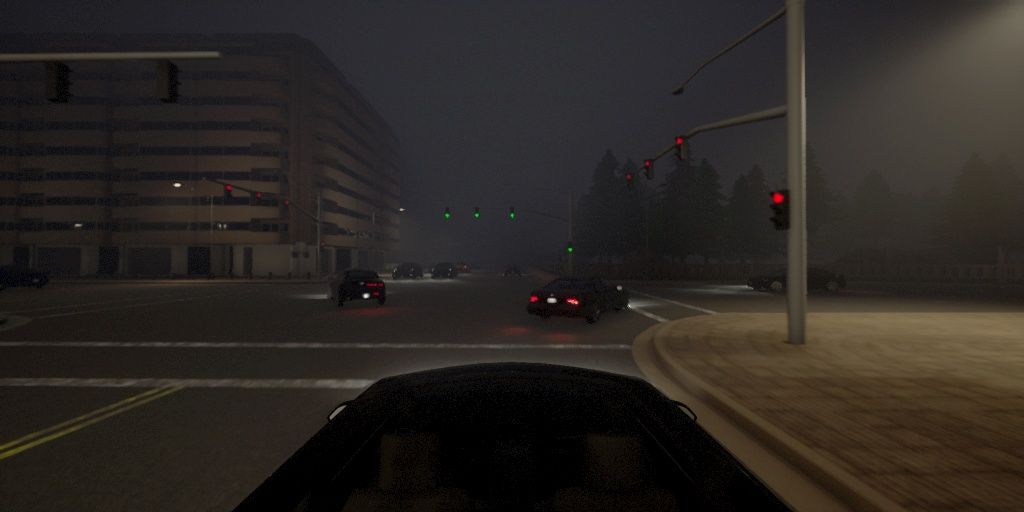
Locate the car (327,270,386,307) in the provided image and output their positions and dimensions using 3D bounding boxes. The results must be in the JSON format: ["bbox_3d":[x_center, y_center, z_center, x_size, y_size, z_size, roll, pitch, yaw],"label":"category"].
[{"bbox_3d":[-7.122,1.352,16.337,1.837,1.490,4.892,2,-2,-32],"label":"car"}]

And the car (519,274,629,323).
[{"bbox_3d":[2.495,1.353,12.406,2.033,1.411,5.357,-1,-1,32],"label":"car"}]

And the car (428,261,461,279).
[{"bbox_3d":[-7.096,1.438,37.938,2.097,1.767,4.553,0,-1,0],"label":"car"}]

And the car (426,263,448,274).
[{"bbox_3d":[-10.582,1.698,50.896,2.128,1.511,4.902,0,-1,0],"label":"car"}]

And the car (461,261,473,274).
[{"bbox_3d":[-7.086,1.547,49.806,2.097,1.767,4.553,0,0,0],"label":"car"}]

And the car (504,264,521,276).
[{"bbox_3d":[0.094,1.657,42.955,1.812,1.442,4.674,0,-1,0],"label":"car"}]

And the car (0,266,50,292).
[{"bbox_3d":[-31.715,1.360,22.038,5.008,1.535,1.882,0,-1,0],"label":"car"}]

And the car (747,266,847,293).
[{"bbox_3d":[16.881,1.355,21.441,5.008,1.535,1.882,0,-1,4],"label":"car"}]

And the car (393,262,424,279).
[{"bbox_3d":[-10.597,1.429,36.832,2.097,1.767,4.553,0,-1,0],"label":"car"}]
